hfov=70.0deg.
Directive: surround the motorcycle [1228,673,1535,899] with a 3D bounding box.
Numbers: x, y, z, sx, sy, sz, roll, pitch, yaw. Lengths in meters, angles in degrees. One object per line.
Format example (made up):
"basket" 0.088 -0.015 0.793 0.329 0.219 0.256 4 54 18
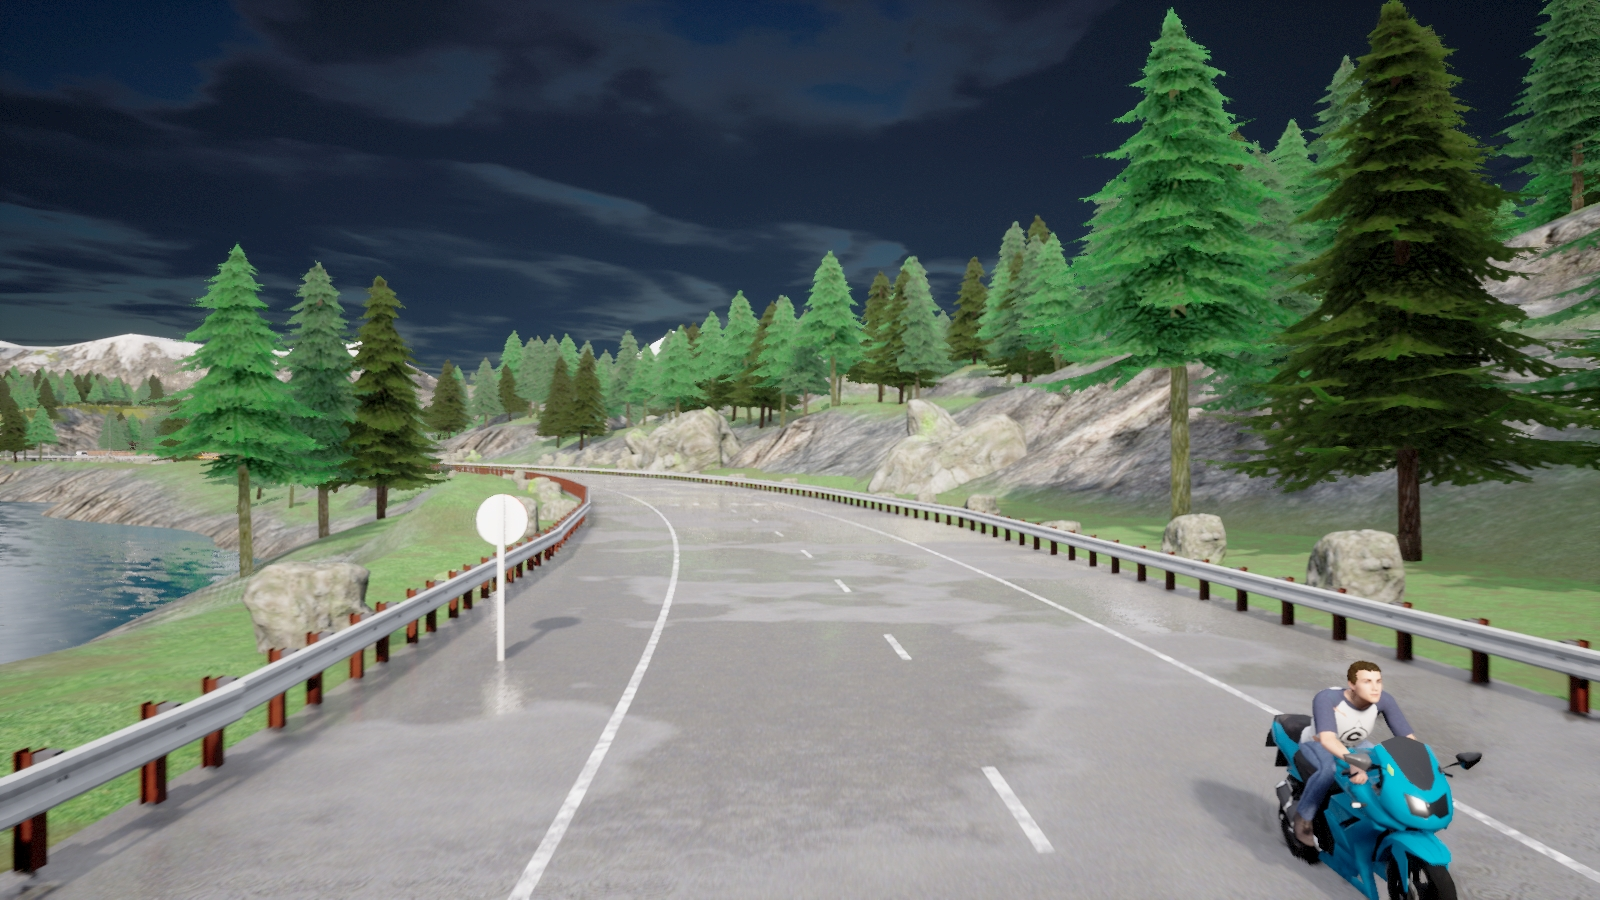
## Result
"motorcycle" 3.435 2.177 7.014 0.803 1.217 2.033 0 0 -2
